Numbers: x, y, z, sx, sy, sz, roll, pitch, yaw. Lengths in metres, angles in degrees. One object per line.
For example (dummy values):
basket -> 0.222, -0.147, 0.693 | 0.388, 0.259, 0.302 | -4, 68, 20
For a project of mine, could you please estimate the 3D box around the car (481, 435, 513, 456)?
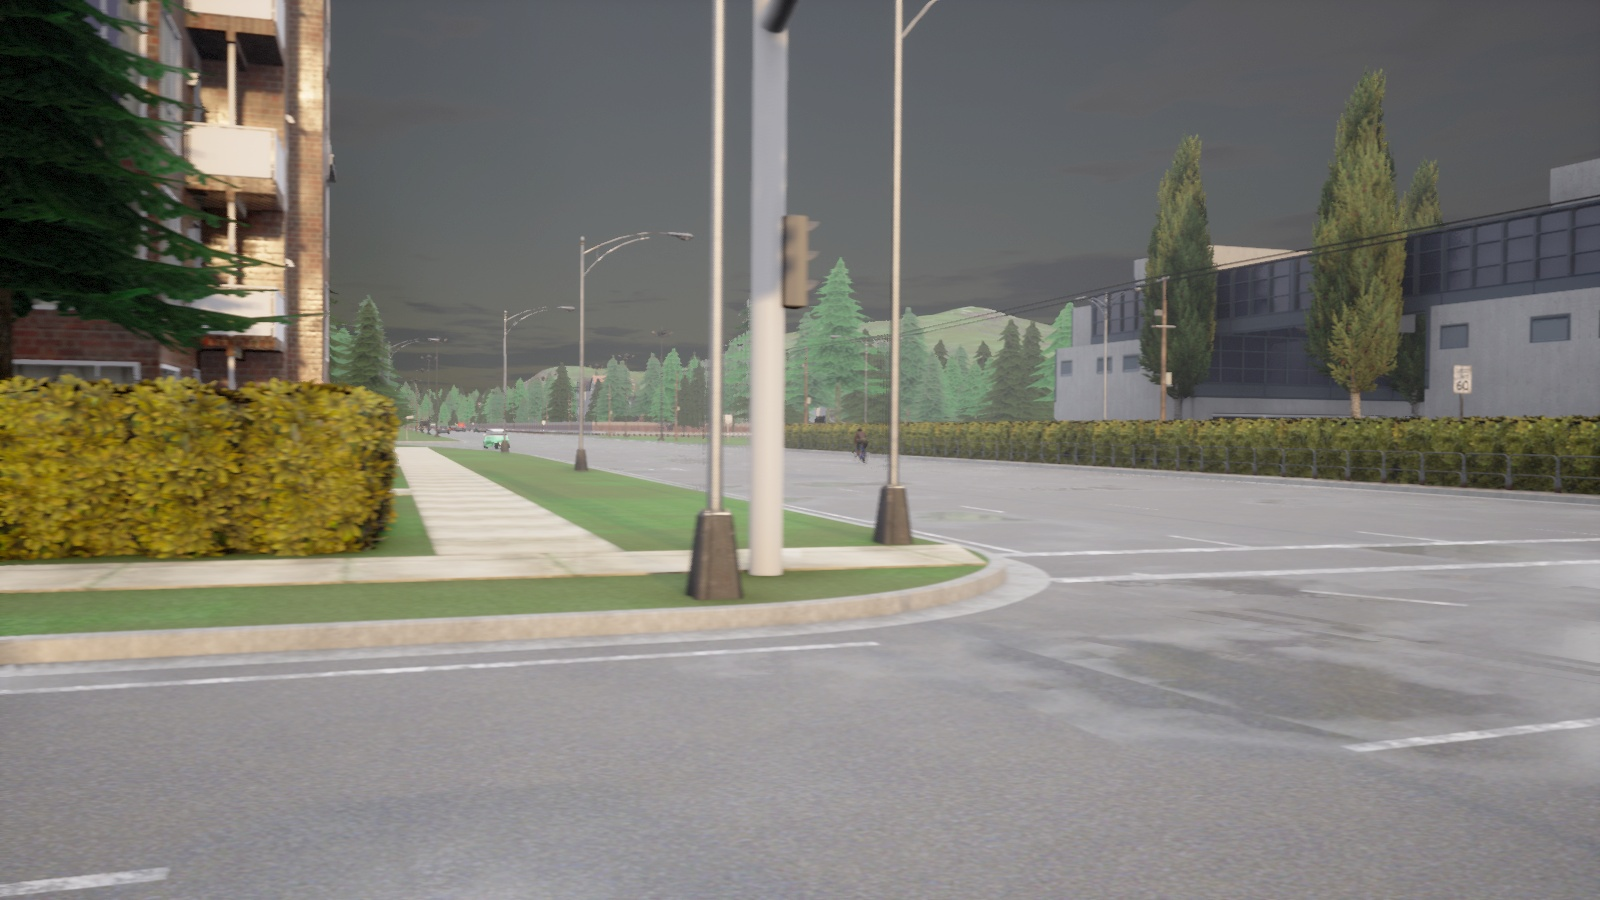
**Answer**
car -> -20.320, -0.298, 84.288 | 1.481, 1.376, 2.207 | -1, 1, -31
